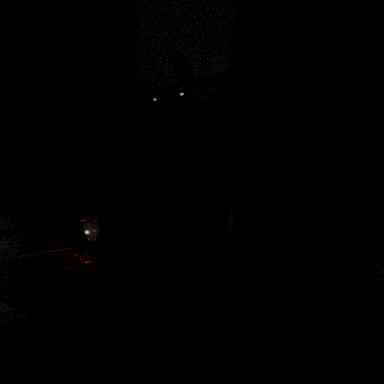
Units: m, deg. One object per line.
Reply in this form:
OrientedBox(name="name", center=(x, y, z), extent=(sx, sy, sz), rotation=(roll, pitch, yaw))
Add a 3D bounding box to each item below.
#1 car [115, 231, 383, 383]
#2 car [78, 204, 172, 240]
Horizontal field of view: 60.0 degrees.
OrientedBox(name="car", center=(1.817, 1.325, 1.511), extent=(5.009, 1.841, 2.192), rotation=(1, 1, 36))
OrientedBox(name="car", center=(-2.808, 1.294, 15.060), extent=(1.837, 1.490, 4.892), rotation=(0, 0, 32))
